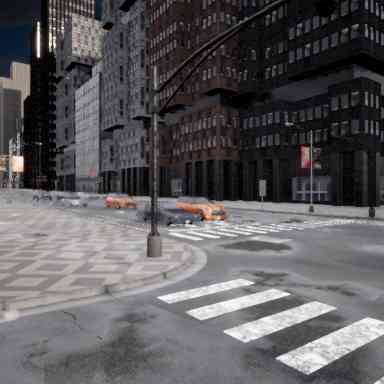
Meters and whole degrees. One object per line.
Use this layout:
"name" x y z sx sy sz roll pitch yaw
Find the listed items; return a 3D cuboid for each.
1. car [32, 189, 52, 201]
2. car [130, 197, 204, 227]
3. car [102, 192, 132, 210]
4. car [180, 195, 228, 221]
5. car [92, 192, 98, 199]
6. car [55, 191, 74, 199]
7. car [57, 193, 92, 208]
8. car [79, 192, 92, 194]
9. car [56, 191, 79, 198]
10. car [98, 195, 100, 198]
"car" -23.046 0.393 51.184 2.097 1.767 4.553 0 1 -36
"car" -1.784 1.313 21.475 2.033 1.411 5.357 0 1 -35
"car" -7.374 0.915 34.821 2.097 1.767 4.553 0 1 -36
"car" 0.494 1.105 23.908 2.097 1.767 4.553 0 1 -36
"car" -19.062 0.713 62.506 1.895 1.301 4.718 0 1 -36
"car" -25.076 0.572 65.294 2.033 1.411 5.357 0 1 -36
"car" -13.249 1.086 37.422 1.895 1.301 4.718 0 1 -36
"car" -19.268 0.707 57.234 1.812 1.442 4.674 0 1 -35
"car" -19.868 0.720 52.316 1.882 1.535 5.008 0 1 -35
"car" -12.991 0.764 54.077 2.128 1.511 4.902 0 1 -36
